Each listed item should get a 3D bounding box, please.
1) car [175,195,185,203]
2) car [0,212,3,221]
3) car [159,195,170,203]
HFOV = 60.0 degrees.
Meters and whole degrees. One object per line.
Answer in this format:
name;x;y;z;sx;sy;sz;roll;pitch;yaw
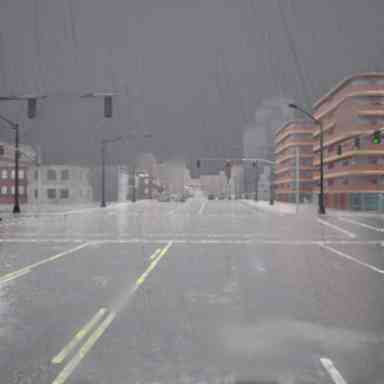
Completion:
car;-2.612;1.470;73.728;2.097;1.767;4.553;0;0;3
car;-16.951;1.683;25.135;4.902;1.511;2.128;0;-1;2
car;-6.107;1.463;73.914;2.097;1.767;4.553;0;0;3
